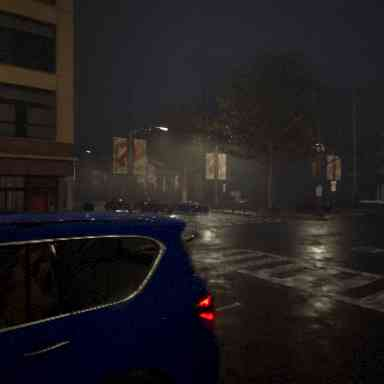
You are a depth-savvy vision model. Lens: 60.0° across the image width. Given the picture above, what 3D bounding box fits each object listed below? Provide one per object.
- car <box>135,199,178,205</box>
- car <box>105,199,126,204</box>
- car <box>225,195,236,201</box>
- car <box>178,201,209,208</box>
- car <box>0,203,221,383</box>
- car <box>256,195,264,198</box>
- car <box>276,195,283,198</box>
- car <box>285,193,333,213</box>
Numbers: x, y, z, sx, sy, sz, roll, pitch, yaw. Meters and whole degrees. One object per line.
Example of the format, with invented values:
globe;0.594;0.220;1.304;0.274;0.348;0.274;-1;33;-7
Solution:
car;-3.676;1.564;33.872;1.994;1.385;4.181;0;0;-36
car;-9.500;1.564;42.028;1.994;1.385;4.181;0;0;-35
car;7.962;1.413;76.676;2.161;1.482;4.786;0;0;-36
car;-0.182;1.601;35.001;1.895;1.301;4.718;0;0;-36
car;-2.337;1.221;2.326;5.566;2.045;2.150;0;0;-35
car;17.621;1.463;83.113;1.895;1.301;4.718;0;0;-36
car;18.430;1.320;69.180;2.002;1.452;4.674;0;0;-36
car;13.058;1.352;36.730;2.097;1.767;4.553;0;0;-39
